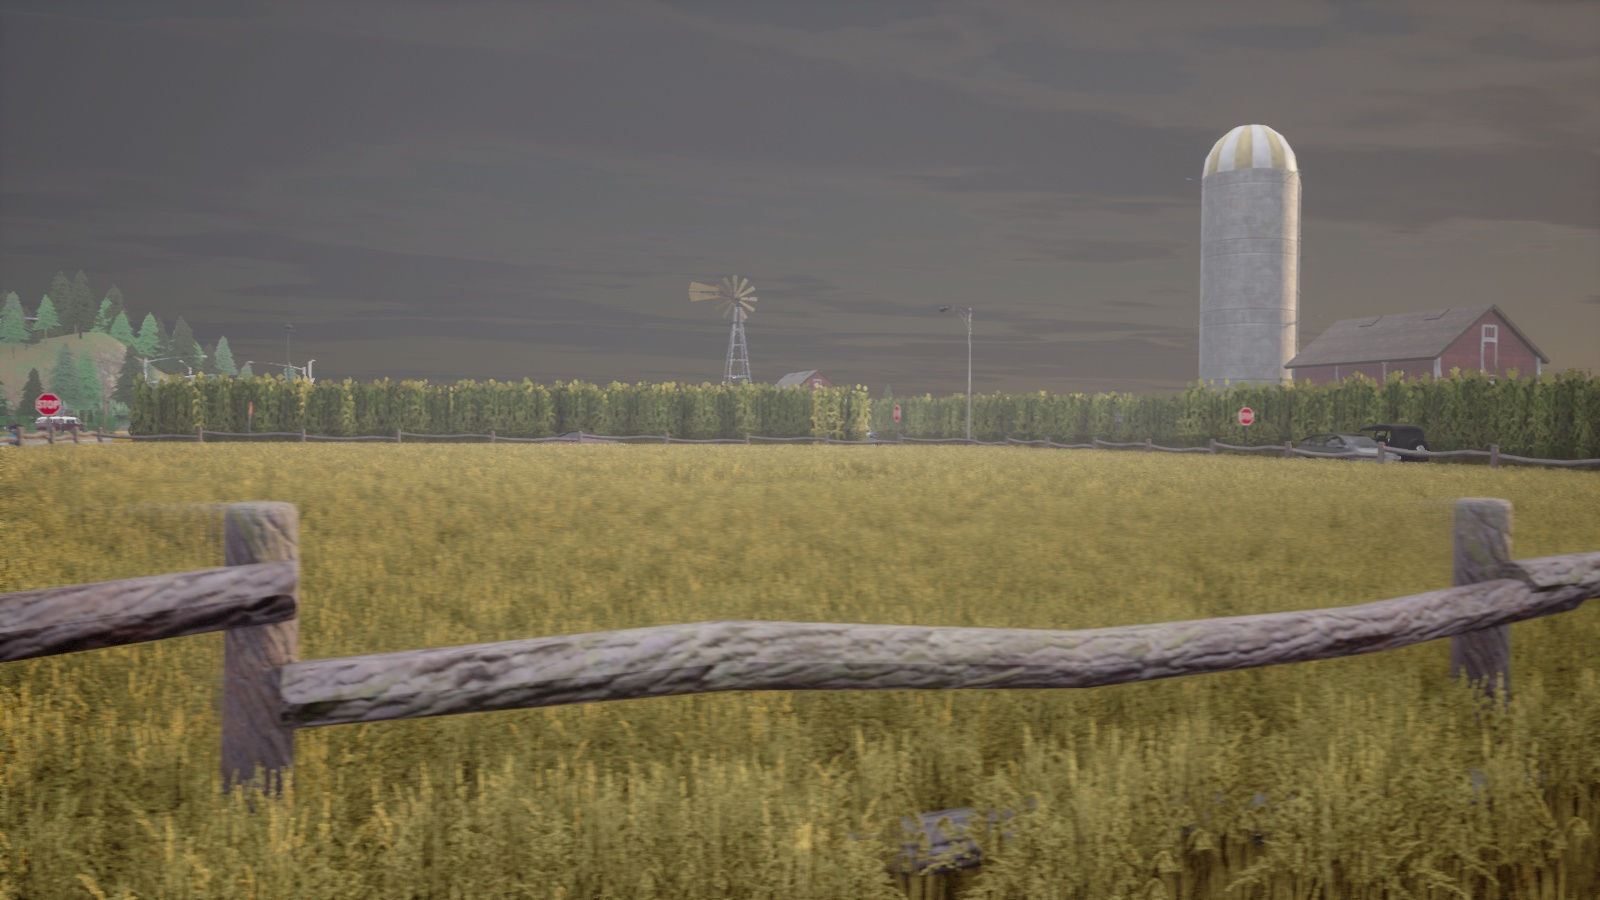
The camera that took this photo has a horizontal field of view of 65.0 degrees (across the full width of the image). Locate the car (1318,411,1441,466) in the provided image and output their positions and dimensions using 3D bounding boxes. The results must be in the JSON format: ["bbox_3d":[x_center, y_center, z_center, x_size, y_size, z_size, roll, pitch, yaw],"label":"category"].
[{"bbox_3d":[20.712,-0.440,45.057,1.905,1.878,3.866,-1,1,-17],"label":"car"}]

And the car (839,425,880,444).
[{"bbox_3d":[4.578,-1.203,97.231,1.970,1.475,3.806,-1,1,-17],"label":"car"}]

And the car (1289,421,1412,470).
[{"bbox_3d":[18.386,-0.170,42.094,1.789,1.549,3.705,-1,1,-17],"label":"car"}]

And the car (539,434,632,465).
[{"bbox_3d":[-10.388,-0.028,60.792,4.181,1.385,1.994,-1,1,-17],"label":"car"}]

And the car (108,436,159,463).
[{"bbox_3d":[-41.029,-0.076,77.447,1.801,1.575,5.366,-1,1,-18],"label":"car"}]
